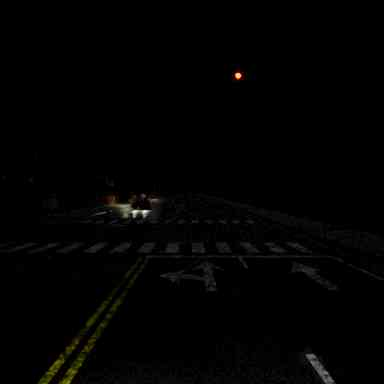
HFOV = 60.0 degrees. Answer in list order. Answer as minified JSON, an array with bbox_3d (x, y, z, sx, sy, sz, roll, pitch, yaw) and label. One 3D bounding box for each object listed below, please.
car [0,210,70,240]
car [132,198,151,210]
[{"bbox_3d":[-8.600,1.552,15.501,5.357,1.411,2.033,0,0,-34],"label":"car"},{"bbox_3d":[-6.466,1.530,42.893,2.033,1.411,5.357,0,0,0],"label":"car"}]
